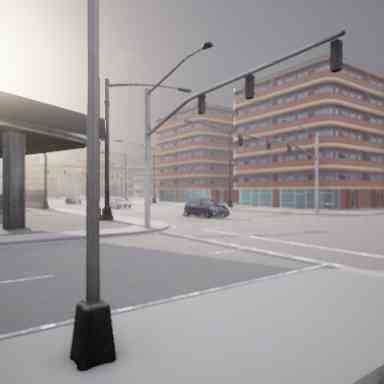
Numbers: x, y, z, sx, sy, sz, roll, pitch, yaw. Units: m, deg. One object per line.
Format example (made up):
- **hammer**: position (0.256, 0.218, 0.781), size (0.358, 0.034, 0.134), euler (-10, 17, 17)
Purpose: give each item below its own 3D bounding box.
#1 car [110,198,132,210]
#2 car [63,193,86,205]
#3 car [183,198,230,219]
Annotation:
- **car**: position (-9.493, 1.515, 43.533), size (1.812, 1.442, 4.674), euler (0, 0, -37)
- **car**: position (-21.268, 1.498, 59.530), size (2.128, 1.511, 4.902), euler (0, 0, -37)
- **car**: position (1.203, 1.342, 29.165), size (2.097, 1.767, 4.553), euler (0, 0, -37)
